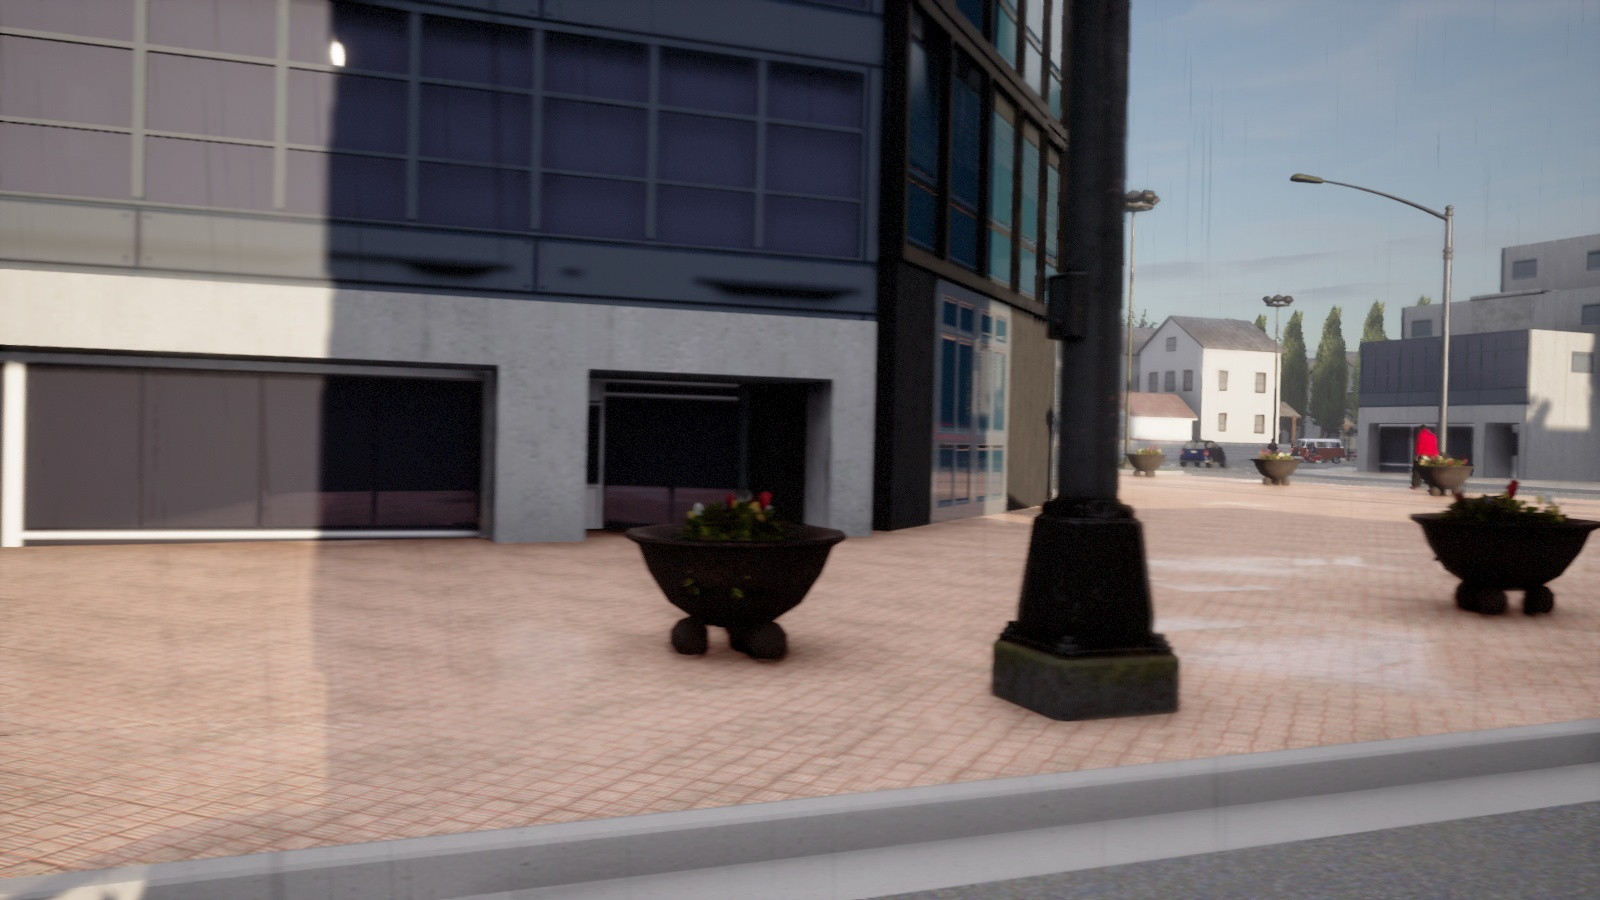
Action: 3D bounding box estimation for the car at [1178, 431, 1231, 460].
[{"bbox_3d":[22.653,-0.267,70.279,1.789,1.549,3.705,1,1,35],"label":"car"}]

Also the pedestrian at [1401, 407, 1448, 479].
[{"bbox_3d":[16.308,-0.187,32.804,0.634,1.844,0.899,0,1,-21],"label":"pedestrian"}]
